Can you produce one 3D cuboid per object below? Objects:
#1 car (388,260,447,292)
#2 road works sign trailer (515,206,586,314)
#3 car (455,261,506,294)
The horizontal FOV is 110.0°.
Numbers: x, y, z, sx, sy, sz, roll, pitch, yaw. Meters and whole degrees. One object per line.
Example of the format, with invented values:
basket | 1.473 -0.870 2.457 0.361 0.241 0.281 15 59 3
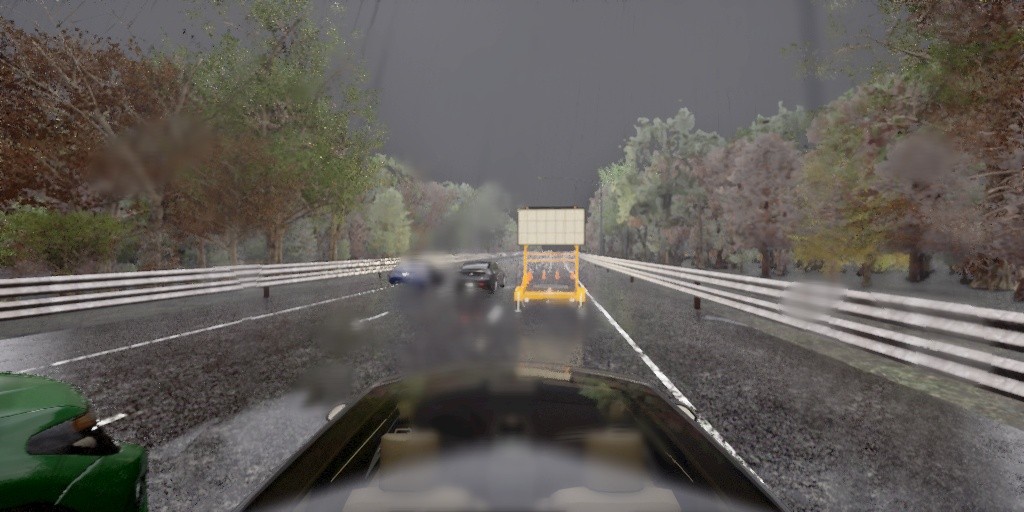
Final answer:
car | -4.748 0.935 18.732 1.994 1.385 4.181 7 -2 6
road works sign trailer | 1.393 0.033 12.872 2.380 3.560 2.880 0 0 7
car | -1.472 0.990 17.873 1.837 1.490 4.892 0 1 6
